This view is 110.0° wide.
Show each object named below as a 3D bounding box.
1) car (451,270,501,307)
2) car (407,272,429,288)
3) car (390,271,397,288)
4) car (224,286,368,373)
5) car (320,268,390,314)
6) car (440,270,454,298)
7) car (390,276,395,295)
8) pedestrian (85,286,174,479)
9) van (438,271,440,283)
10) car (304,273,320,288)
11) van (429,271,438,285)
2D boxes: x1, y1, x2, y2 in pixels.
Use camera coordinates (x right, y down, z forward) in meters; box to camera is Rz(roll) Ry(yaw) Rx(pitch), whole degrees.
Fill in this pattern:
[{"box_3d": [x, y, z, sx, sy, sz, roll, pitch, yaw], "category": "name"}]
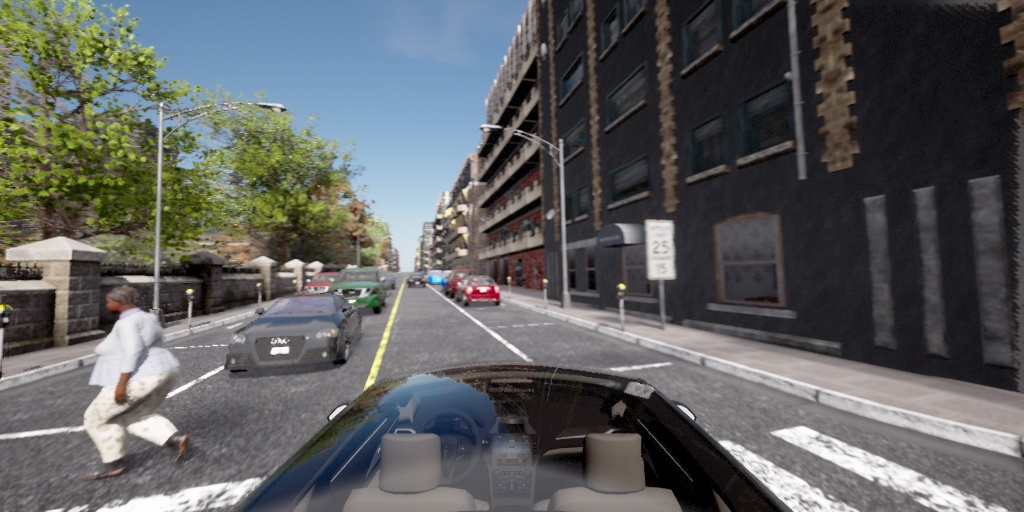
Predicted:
[{"box_3d": [-1.944, 1.806, 19.586, 1.967, 1.591, 4.097, 0, 0, -16], "category": "car"}, {"box_3d": [-10.490, 2.745, 39.560, 1.812, 1.442, 4.674, 0, -2, -16], "category": "car"}, {"box_3d": [-12.870, 2.639, 36.633, 1.882, 1.535, 5.008, 0, -2, -16], "category": "car"}, {"box_3d": [-4.722, 1.590, 8.358, 1.994, 1.385, 4.181, 0, -2, -16], "category": "car"}, {"box_3d": [-7.311, 1.605, 17.273, 2.150, 2.045, 5.566, 0, -2, -16], "category": "car"}, {"box_3d": [-3.482, 1.894, 24.887, 2.192, 1.841, 5.009, 0, 0, -16], "category": "car"}, {"box_3d": [-10.037, 2.364, 26.718, 1.895, 1.301, 4.718, 0, -2, -16], "category": "car"}, {"box_3d": [-3.640, 1.128, 3.440, 0.375, 1.860, 0.375, 1, -3, -16], "category": "pedestrian"}, {"box_3d": [-5.019, 2.133, 30.188, 1.690, 1.789, 3.998, 0, 0, -16], "category": "van"}, {"box_3d": [-11.530, 1.961, 22.550, 2.192, 1.841, 5.009, 0, 0, -16], "category": "car"}, {"box_3d": [-9.632, 2.772, 46.091, 1.690, 1.789, 3.998, 0, 0, -16], "category": "van"}]
